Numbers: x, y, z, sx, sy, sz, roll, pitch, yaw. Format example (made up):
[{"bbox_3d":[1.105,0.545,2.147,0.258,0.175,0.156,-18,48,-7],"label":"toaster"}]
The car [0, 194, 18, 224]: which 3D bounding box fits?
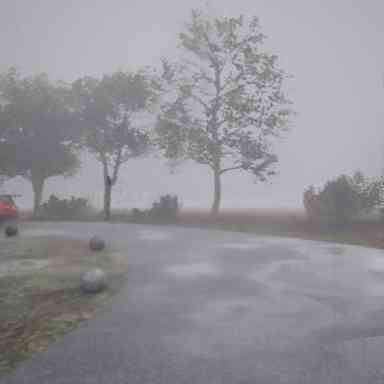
[{"bbox_3d":[-14.559,1.173,21.860,5.566,2.045,2.150,0,-1,-8],"label":"car"}]
